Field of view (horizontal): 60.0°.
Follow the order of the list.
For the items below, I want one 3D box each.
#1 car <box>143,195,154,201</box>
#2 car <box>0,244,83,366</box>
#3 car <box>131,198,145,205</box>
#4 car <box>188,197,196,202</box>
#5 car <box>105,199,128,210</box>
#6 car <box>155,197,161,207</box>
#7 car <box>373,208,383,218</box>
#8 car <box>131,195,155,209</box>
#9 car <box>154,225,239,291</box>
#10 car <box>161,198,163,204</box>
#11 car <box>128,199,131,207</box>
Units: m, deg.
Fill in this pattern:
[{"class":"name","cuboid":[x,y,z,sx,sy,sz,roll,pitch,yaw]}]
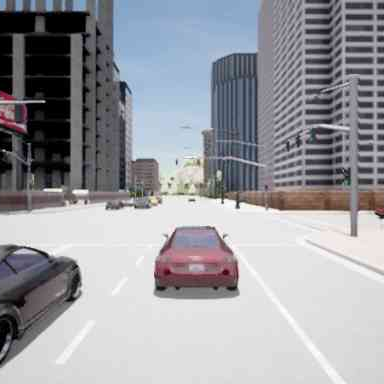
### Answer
[{"class":"car","cuboid":[-10.505,1.473,80.215,1.994,1.385,4.181,0,0,0]},{"class":"car","cuboid":[-3.406,1.586,5.730,1.994,1.385,4.181,0,0,0]},{"class":"car","cuboid":[-10.506,1.812,65.159,1.994,1.385,4.181,0,0,0]},{"class":"car","cuboid":[-0.005,1.923,85.721,1.895,1.301,4.718,0,0,0]},{"class":"car","cuboid":[-10.594,1.700,45.972,1.812,1.442,4.674,0,0,0]},{"class":"car","cuboid":[-7.034,1.698,57.845,1.882,1.535,5.008,0,0,0]},{"class":"car","cuboid":[18.549,1.714,29.032,4.718,1.301,1.895,0,0,0]},{"class":"car","cuboid":[-7.087,1.537,48.510,2.097,1.767,4.553,0,0,0]},{"class":"car","cuboid":[0.101,1.599,9.140,1.994,1.385,4.181,0,0,0]},{"class":"car","cuboid":[-7.004,1.762,68.044,1.837,1.490,4.892,0,0,0]},{"class":"car","cuboid":[-10.555,1.810,55.080,1.895,1.301,4.718,0,0,0]}]
